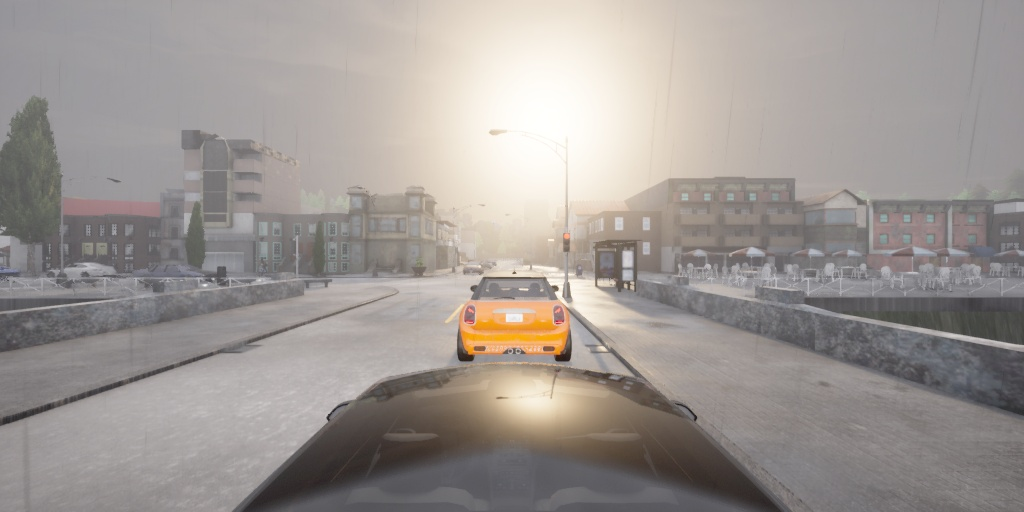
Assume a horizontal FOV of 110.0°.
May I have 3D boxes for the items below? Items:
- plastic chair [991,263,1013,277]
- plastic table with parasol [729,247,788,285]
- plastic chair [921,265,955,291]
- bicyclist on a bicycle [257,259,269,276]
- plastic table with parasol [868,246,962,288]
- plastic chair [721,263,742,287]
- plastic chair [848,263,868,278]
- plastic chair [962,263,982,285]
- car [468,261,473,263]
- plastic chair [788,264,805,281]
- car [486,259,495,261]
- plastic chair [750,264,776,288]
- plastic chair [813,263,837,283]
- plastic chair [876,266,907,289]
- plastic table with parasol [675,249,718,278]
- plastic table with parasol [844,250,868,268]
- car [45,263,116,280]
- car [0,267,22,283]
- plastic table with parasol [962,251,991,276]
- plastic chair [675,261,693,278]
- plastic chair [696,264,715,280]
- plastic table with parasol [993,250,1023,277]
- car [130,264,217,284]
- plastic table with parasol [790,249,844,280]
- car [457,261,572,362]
[{"bbox_3d":[45.497,1.279,33.358,0.730,1.272,0.750,0,0,0],"label":"plastic chair"},{"bbox_3d":[15.167,0.675,22.719,2.482,2.480,2.482,0,0,0],"label":"plastic table with parasol"},{"bbox_3d":[23.697,1.279,19.959,0.750,1.272,0.730,0,0,0],"label":"plastic chair"},{"bbox_3d":[-24.022,1.099,34.599,0.582,1.620,1.656,0,0,0],"label":"bicyclist on a bicycle"},{"bbox_3d":[23.797,0.675,21.309,2.482,2.480,2.482,0,0,0],"label":"plastic table with parasol"},{"bbox_3d":[13.897,1.279,22.859,0.730,1.272,0.750,0,0,0],"label":"plastic chair"},{"bbox_3d":[29.897,1.279,30.859,0.750,1.272,0.730,0,0,0],"label":"plastic chair"},{"bbox_3d":[30.497,1.279,23.859,0.750,1.272,0.730,0,0,0],"label":"plastic chair"},{"bbox_3d":[-4.100,1.276,38.300,1.812,1.442,4.674,0,0,0],"label":"car"},{"bbox_3d":[21.697,1.279,27.559,0.730,1.272,0.750,0,0,0],"label":"plastic chair"},{"bbox_3d":[-4.098,1.351,55.142,1.895,1.301,4.718,0,0,0],"label":"car"},{"bbox_3d":[14.997,1.279,21.459,0.750,1.272,0.730,0,0,0],"label":"plastic chair"},{"bbox_3d":[22.797,1.279,26.159,0.750,1.272,0.730,0,0,0],"label":"plastic chair"},{"bbox_3d":[22.597,1.279,21.359,0.730,1.272,0.750,0,0,0],"label":"plastic chair"},{"bbox_3d":[15.917,0.675,30.539,2.482,2.480,2.482,0,0,0],"label":"plastic table with parasol"},{"bbox_3d":[30.227,0.675,32.229,2.482,2.480,2.482,0,0,0],"label":"plastic table with parasol"},{"bbox_3d":[-36.479,1.276,30.418,4.674,1.442,1.812,0,0,0],"label":"car"},{"bbox_3d":[-39.174,1.228,26.214,5.008,1.535,1.882,0,0,0],"label":"car"},{"bbox_3d":[30.507,0.675,25.139,2.482,2.480,2.482,0,0,0],"label":"plastic table with parasol"},{"bbox_3d":[14.697,1.279,30.659,0.730,1.272,0.750,0,0,0],"label":"plastic chair"},{"bbox_3d":[15.797,1.279,29.259,0.750,1.272,0.730,0,0,0],"label":"plastic chair"},{"bbox_3d":[46.697,0.675,33.238,2.482,2.480,2.482,0,0,0],"label":"plastic table with parasol"},{"bbox_3d":[-24.471,1.297,26.200,5.357,1.411,2.033,0,0,0],"label":"car"},{"bbox_3d":[22.897,0.675,27.509,2.482,2.480,2.482,0,0,0],"label":"plastic table with parasol"},{"bbox_3d":[0.060,1.102,8.397,2.097,1.767,4.553,0,0,1],"label":"car"}]
